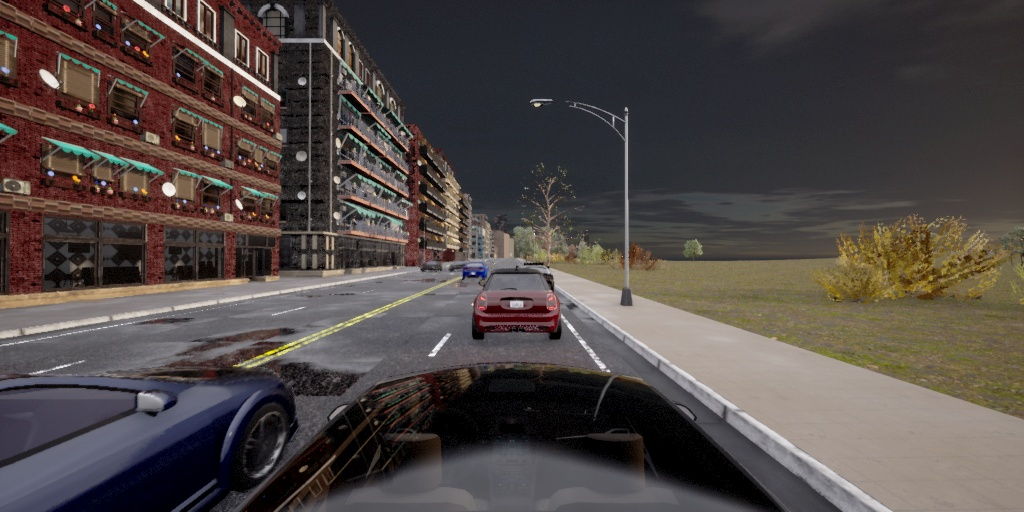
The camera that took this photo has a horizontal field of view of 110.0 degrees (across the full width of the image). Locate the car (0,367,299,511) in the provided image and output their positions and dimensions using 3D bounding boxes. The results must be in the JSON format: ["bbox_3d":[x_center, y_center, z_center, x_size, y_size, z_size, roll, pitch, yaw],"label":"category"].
[{"bbox_3d":[-3.154,1.313,1.911,1.994,1.385,4.181,0,0,0],"label":"car"}]

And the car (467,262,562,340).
[{"bbox_3d":[0.114,1.103,10.170,2.097,1.767,4.553,0,0,0],"label":"car"}]

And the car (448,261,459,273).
[{"bbox_3d":[-6.503,1.298,44.000,2.033,1.411,5.357,0,0,0],"label":"car"}]

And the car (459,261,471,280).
[{"bbox_3d":[-3.084,1.230,30.877,1.882,1.535,5.008,0,0,0],"label":"car"}]

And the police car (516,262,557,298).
[{"bbox_3d":[1.177,1.177,19.666,1.930,1.638,5.238,0,0,0],"label":"police car"}]

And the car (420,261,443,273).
[{"bbox_3d":[-9.754,1.298,43.996,2.033,1.411,5.357,0,0,0],"label":"car"}]
